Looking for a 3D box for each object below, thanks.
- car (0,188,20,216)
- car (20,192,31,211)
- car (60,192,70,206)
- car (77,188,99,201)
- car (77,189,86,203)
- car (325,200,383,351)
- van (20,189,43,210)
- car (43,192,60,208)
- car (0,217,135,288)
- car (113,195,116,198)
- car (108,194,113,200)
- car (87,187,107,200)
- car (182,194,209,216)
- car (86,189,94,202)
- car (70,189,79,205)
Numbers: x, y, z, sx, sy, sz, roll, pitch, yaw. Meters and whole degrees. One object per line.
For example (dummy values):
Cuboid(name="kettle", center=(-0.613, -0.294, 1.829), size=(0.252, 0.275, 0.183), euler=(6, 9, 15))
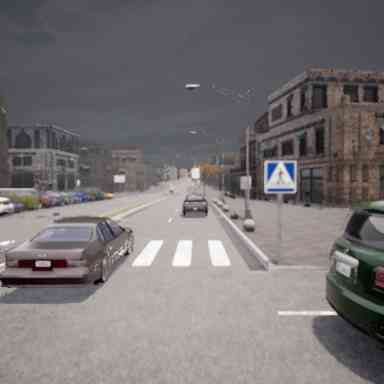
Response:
Cuboid(name="car", center=(-15.840, 0.763, 23.670), size=(5.566, 2.045, 2.435), euler=(0, 1, 0))
Cuboid(name="car", center=(-15.872, 0.996, 26.435), size=(4.674, 1.452, 2.002), euler=(0, 1, 0))
Cuboid(name="car", center=(-15.843, 0.831, 34.701), size=(4.792, 1.488, 2.163), euler=(0, 1, 0))
Cuboid(name="car", center=(-15.882, 0.647, 45.724), size=(5.008, 1.535, 2.097), euler=(0, 1, 0))
Cuboid(name="car", center=(-15.881, 0.719, 40.212), size=(4.892, 1.521, 2.231), euler=(0, 1, 0))
Cuboid(name="car", center=(4.750, 1.132, 4.500), size=(5.566, 2.045, 2.435), euler=(0, 1, 0))
Cuboid(name="van", center=(-15.987, 0.673, 29.306), size=(4.442, 1.987, 1.878), euler=(0, 1, 0))
Cuboid(name="car", center=(-15.877, 0.850, 31.945), size=(5.008, 1.535, 2.097), euler=(0, 1, 0))
Cuboid(name="car", center=(-2.876, 1.379, 8.957), size=(2.033, 1.411, 5.357), euler=(0, 1, 0))
Cuboid(name="car", center=(-15.696, 0.547, 56.748), size=(5.366, 1.575, 1.946), euler=(0, 0, 0))
Cuboid(name="car", center=(-15.884, 0.610, 53.990), size=(4.674, 1.452, 2.002), euler=(0, 1, 0))
Cuboid(name="car", center=(-15.909, 0.367, 48.477), size=(5.566, 2.045, 2.435), euler=(0, 1, 0))
Cuboid(name="car", center=(0.249, 0.918, 25.240), size=(2.128, 1.511, 4.902), euler=(0, 1, 0))
Cuboid(name="car", center=(-15.872, 0.681, 42.968), size=(5.008, 1.535, 2.097), euler=(0, 1, 0))
Cuboid(name="car", center=(-15.881, 0.759, 37.456), size=(4.892, 1.521, 2.231), euler=(0, 1, 0))
